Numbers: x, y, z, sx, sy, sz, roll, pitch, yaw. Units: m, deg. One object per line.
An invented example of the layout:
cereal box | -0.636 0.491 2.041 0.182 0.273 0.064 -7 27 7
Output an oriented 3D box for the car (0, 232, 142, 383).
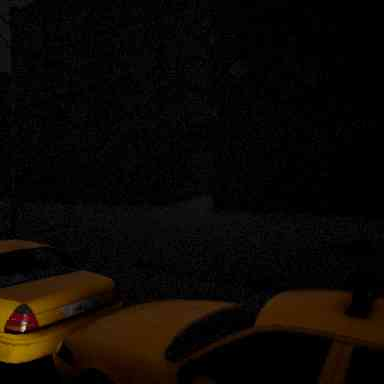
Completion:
car | -3.564 1.473 5.779 5.366 1.575 1.946 0 0 35
